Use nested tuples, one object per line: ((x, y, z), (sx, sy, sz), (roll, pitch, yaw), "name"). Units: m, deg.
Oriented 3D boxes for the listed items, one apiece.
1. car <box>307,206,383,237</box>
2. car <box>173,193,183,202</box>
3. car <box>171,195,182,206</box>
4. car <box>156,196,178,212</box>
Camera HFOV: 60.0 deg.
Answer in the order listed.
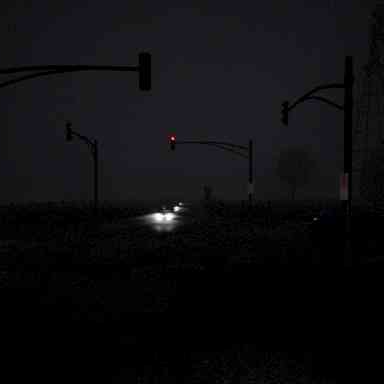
((8.141, 1.415, 16.397), (4.674, 1.442, 1.812), (0, 2, 18), "car")
((-3.073, 1.222, 69.346), (2.150, 2.045, 5.566), (0, 0, 0), "car")
((-3.070, 1.597, 53.224), (1.895, 1.301, 4.718), (0, 0, 0), "car")
((-2.983, 1.486, 37.715), (2.128, 1.511, 4.902), (0, 0, -1), "car")
